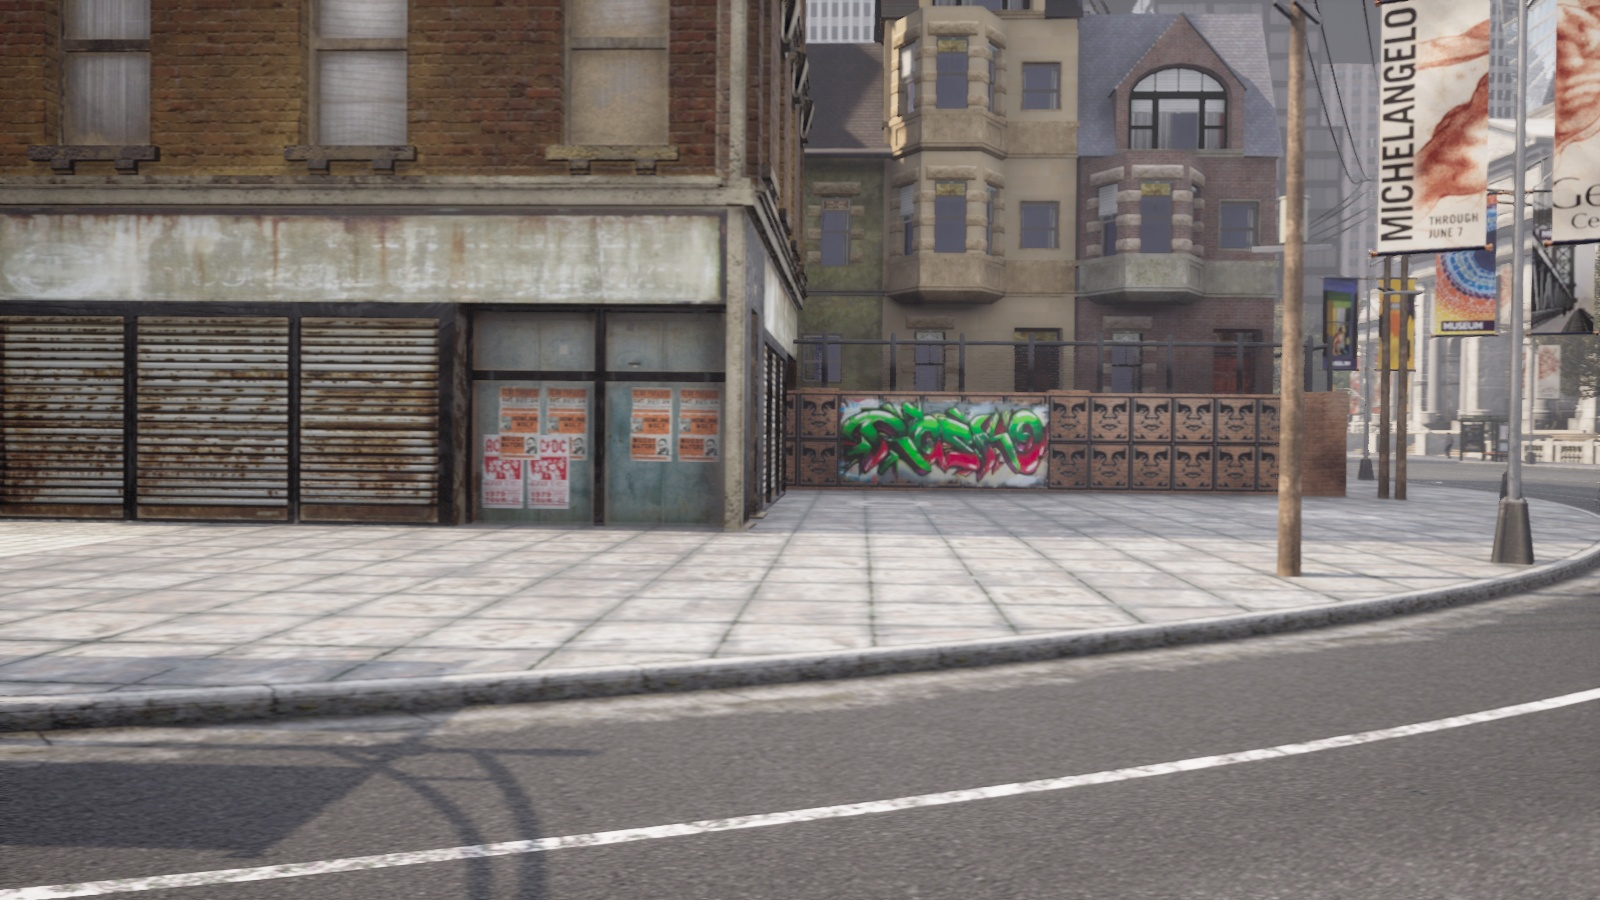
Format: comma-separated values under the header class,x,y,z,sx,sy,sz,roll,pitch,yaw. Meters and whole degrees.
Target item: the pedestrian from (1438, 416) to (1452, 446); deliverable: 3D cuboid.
class,x,y,z,sx,sy,sz,roll,pitch,yaw
pedestrian,42.475,-1.264,82.696,0.423,1.949,0.788,-1,1,-6
